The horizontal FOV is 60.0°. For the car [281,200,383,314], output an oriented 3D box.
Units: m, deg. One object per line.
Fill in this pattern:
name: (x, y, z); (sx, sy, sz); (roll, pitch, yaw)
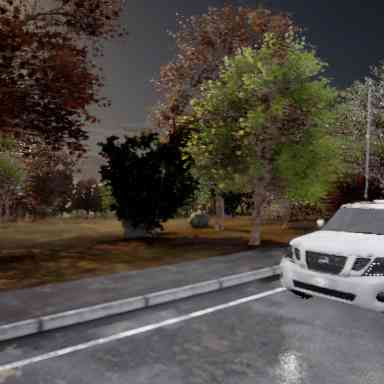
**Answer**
car: (4.372, 1.216, 7.526); (5.566, 2.045, 2.150); (0, 0, -39)
